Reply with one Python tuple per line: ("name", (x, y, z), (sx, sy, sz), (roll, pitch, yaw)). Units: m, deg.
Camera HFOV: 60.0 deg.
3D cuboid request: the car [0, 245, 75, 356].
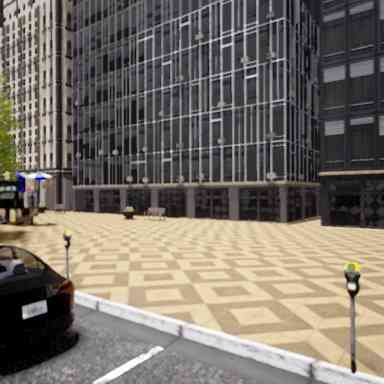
("car", (-3.738, 1.562, 5.541), (4.313, 1.339, 1.947), (0, 0, 35))
